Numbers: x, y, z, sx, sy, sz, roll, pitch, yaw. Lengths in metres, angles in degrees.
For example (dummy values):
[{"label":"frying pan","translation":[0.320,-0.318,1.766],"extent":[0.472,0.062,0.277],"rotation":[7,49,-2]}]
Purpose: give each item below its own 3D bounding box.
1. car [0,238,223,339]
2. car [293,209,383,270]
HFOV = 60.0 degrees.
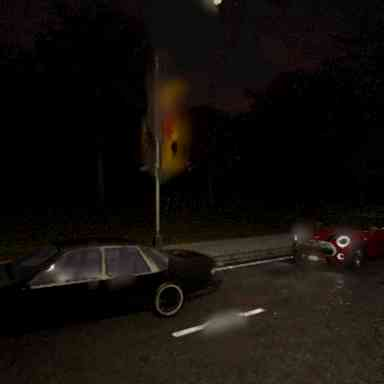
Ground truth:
[{"label":"car","translation":[-1.998,1.603,6.170],"extent":[5.357,1.411,2.033],"rotation":[1,-1,-31]},{"label":"car","translation":[5.645,1.518,11.824],"extent":[4.553,1.767,2.097],"rotation":[1,-1,-36]}]
